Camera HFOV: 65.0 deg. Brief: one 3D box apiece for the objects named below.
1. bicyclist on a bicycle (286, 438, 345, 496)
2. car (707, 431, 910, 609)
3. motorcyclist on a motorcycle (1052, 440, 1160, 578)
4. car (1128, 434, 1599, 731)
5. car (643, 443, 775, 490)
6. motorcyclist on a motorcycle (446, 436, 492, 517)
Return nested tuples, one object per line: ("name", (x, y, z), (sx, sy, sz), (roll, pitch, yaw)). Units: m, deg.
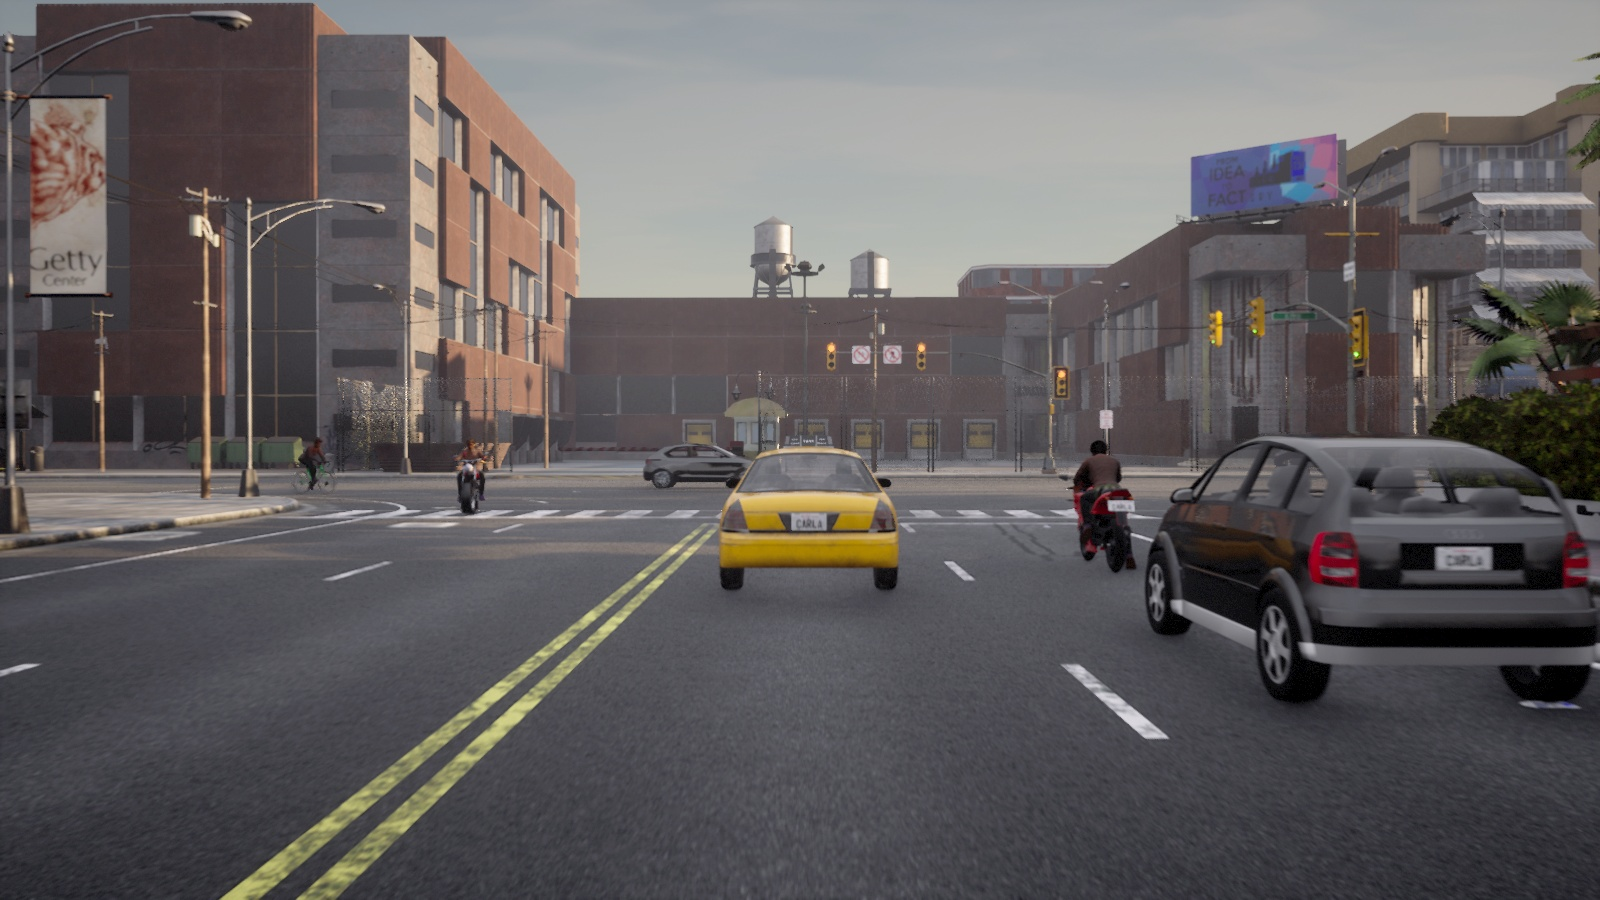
("bicyclist on a bicycle", (-14.058, 0.483, 36.415), (1.656, 1.620, 0.582), (1, 1, 25))
("car", (0.094, 0.608, 13.831), (1.801, 1.575, 5.366), (0, 0, 0))
("motorcyclist on a motorcycle", (3.600, 0.647, 14.952), (0.797, 1.523, 2.044), (0, 0, 0))
("car", (3.560, 0.681, 8.404), (1.789, 1.549, 3.705), (0, 0, 1))
("car", (-2.938, 0.525, 41.238), (4.193, 1.474, 1.816), (0, 0, 1))
("motorcyclist on a motorcycle", (-7.098, 0.539, 27.020), (0.766, 1.649, 2.350), (-1, 1, -11))
